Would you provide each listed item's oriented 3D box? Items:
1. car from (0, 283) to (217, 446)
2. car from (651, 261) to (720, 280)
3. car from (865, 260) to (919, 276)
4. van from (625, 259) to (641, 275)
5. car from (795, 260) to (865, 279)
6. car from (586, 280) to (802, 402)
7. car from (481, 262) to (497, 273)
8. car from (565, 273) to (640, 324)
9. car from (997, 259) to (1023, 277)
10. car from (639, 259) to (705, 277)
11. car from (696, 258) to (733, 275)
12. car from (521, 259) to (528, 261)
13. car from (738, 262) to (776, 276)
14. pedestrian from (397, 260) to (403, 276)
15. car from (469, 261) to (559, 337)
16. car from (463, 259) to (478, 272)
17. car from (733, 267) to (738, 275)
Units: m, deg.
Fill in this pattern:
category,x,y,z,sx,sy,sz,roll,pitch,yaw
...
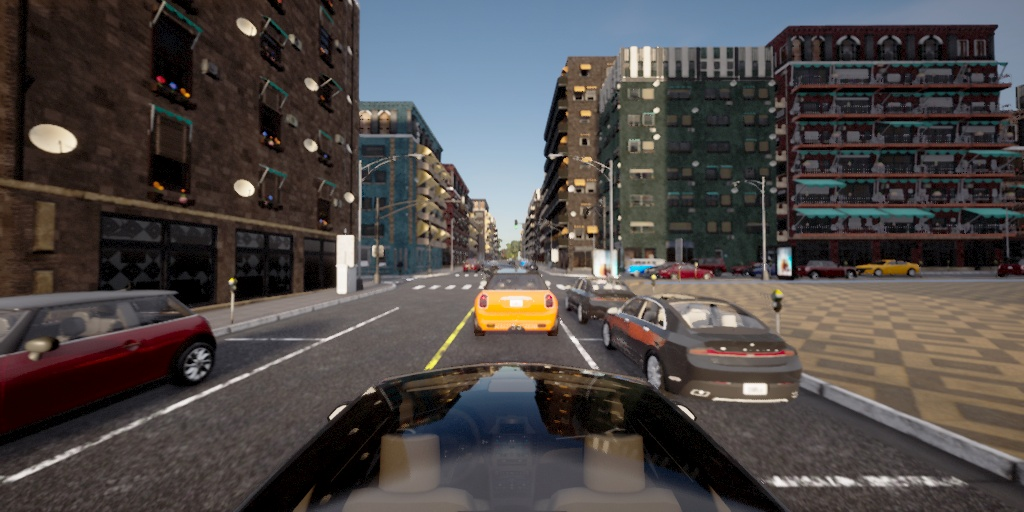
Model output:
category,x,y,z,sx,sy,sz,roll,pitch,yaw
car,-5.818,1.201,4.118,1.967,1.591,4.097,0,0,0
car,13.720,1.285,28.542,4.207,1.307,1.802,0,0,0
car,35.615,1.126,34.170,5.008,1.535,1.882,0,-1,1
van,13.787,1.206,36.921,3.998,1.789,1.690,0,0,0
car,24.776,1.057,28.458,4.097,1.591,1.967,0,0,0
car,2.823,1.323,6.350,2.007,1.370,4.403,0,0,0
car,-3.080,1.549,49.472,1.994,1.385,4.181,0,0,-1
car,2.825,1.350,11.920,2.007,1.370,4.403,0,0,0
car,41.357,0.933,28.332,4.097,1.591,1.967,0,0,0
car,15.216,1.295,34.335,4.902,1.511,2.128,0,-1,0
car,19.314,1.137,36.879,5.009,1.841,2.192,0,0,0
car,2.716,1.598,55.683,1.802,1.307,4.207,0,0,0
car,25.166,1.275,34.259,5.357,1.411,2.033,0,-1,0
pedestrian,-12.511,1.271,40.089,0.375,1.860,0.375,0,-1,0
car,0.103,1.145,10.579,2.097,1.767,4.553,0,0,0
car,-5.667,1.303,50.156,2.192,1.841,5.009,0,0,0
car,24.842,1.325,36.837,4.507,1.381,1.888,0,0,0
